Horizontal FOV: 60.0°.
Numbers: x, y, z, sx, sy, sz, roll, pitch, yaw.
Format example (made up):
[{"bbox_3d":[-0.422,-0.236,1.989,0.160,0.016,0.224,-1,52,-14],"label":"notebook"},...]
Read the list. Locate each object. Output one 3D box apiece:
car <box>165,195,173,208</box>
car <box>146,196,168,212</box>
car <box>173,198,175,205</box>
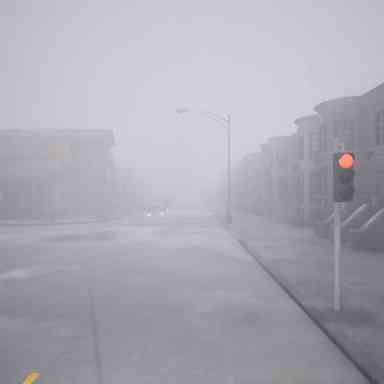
[{"bbox_3d":[-4.160,1.505,48.619,1.837,1.490,4.892,0,0,0],"label":"car"},{"bbox_3d":[-4.158,1.526,39.433,1.812,1.442,4.674,0,0,-1],"label":"car"},{"bbox_3d":[-4.143,1.352,58.411,2.097,1.767,4.553,0,0,0],"label":"car"}]
